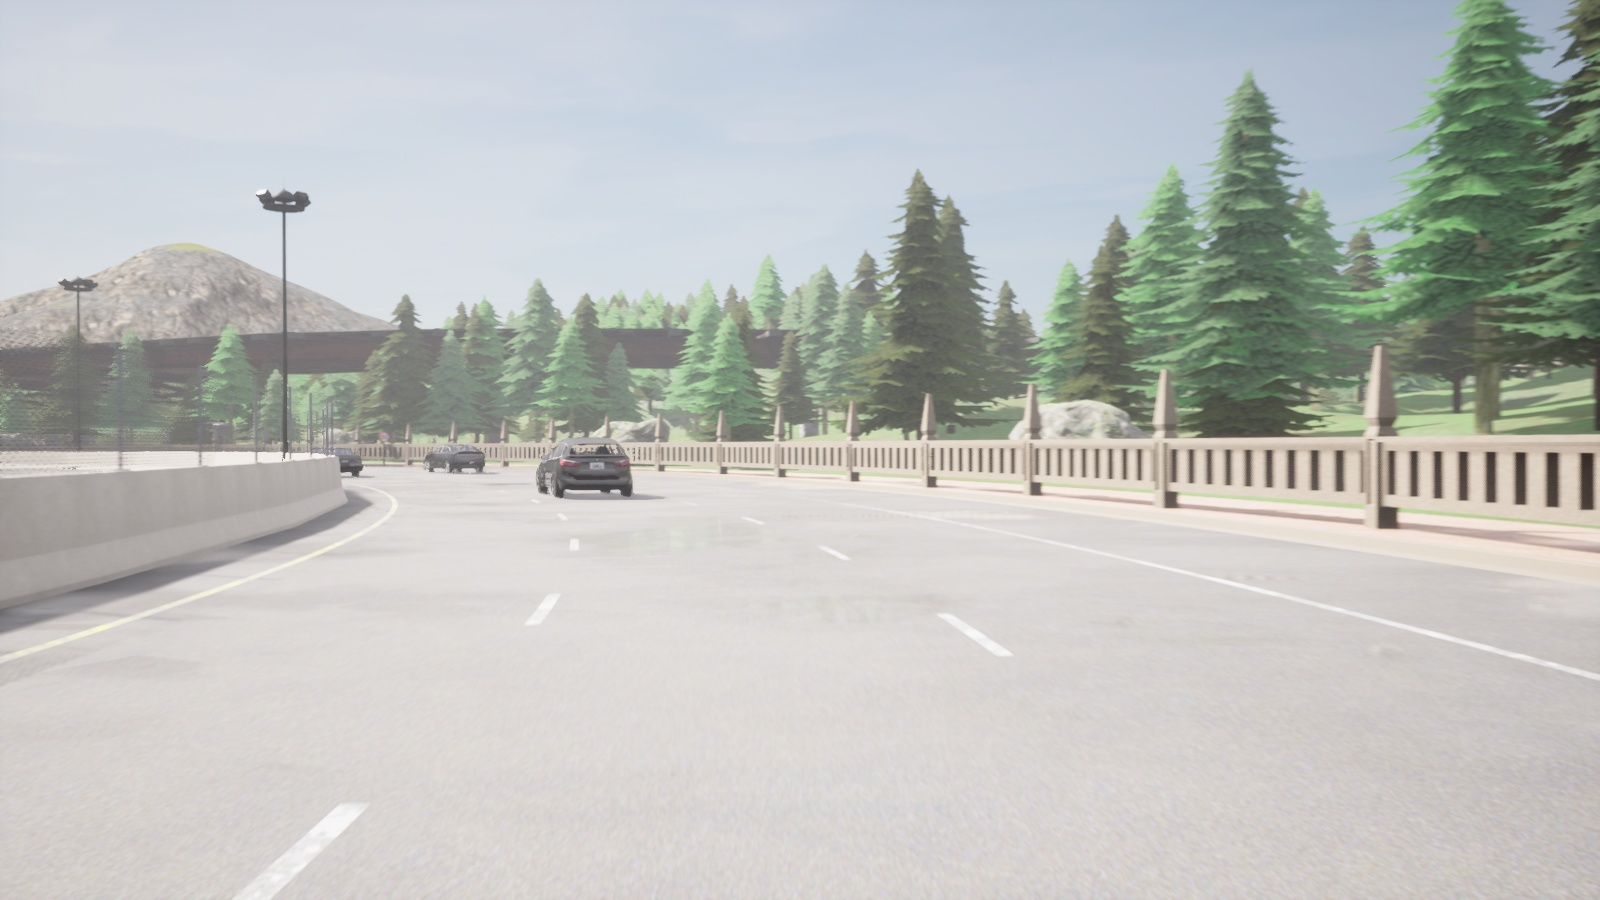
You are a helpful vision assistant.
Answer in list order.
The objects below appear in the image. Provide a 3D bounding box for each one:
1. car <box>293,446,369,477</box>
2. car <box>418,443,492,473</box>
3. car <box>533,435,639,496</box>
[{"bbox_3d":[-22.386,0.524,59.811,2.033,1.411,5.357,0,0,-36],"label":"car"},{"bbox_3d":[-18.078,0.388,65.713,2.128,1.511,4.902,0,0,-36],"label":"car"},{"bbox_3d":[-6.311,0.406,36.522,2.242,1.667,4.611,0,0,-20],"label":"car"}]
